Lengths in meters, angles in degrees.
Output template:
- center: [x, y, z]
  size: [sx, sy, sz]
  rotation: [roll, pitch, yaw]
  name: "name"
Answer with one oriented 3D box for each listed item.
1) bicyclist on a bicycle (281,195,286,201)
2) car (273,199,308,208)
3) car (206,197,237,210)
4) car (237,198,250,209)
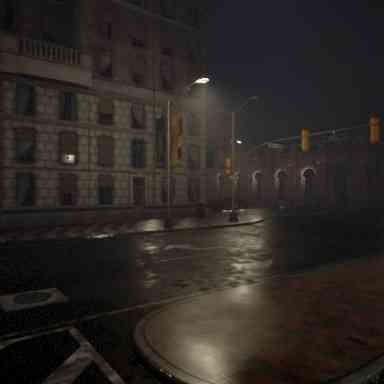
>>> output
- center: [15.528, 1.295, 56.489]
  size: [1.656, 1.620, 0.582]
  rotation: [0, 0, -36]
  name: "bicyclist on a bicycle"
- center: [13.678, 1.595, 46.537]
  size: [1.895, 1.301, 4.718]
  rotation: [0, 0, -35]
  name: "car"
- center: [2.906, 1.544, 43.269]
  size: [2.033, 1.411, 5.357]
  rotation: [0, 0, -36]
  name: "car"
- center: [5.706, 1.501, 45.380]
  size: [1.837, 1.490, 4.892]
  rotation: [0, 0, -36]
  name: "car"
